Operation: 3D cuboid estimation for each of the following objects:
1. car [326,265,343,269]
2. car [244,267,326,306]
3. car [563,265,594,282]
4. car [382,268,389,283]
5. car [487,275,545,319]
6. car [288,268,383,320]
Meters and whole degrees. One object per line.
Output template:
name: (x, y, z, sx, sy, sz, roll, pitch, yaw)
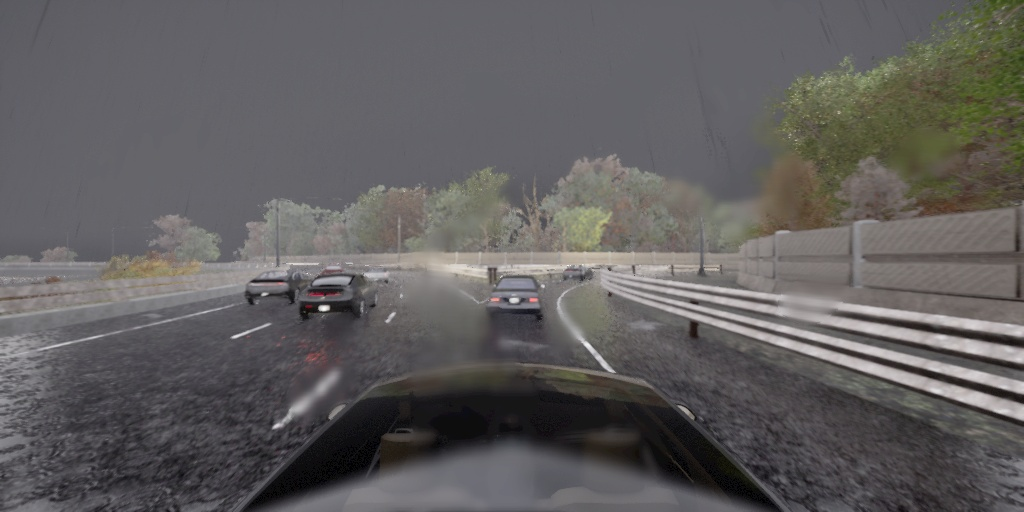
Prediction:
car: (-16.871, 1.578, 34.061, 1.882, 1.535, 5.008, 0, -1, -24)
car: (-10.756, 1.406, 17.060, 2.128, 1.511, 4.902, 0, -1, -15)
car: (6.198, 1.581, 33.140, 2.128, 1.511, 4.902, 0, -1, 28)
car: (-11.893, 1.672, 31.386, 1.895, 1.301, 4.718, 0, -1, -22)
car: (0.242, 1.424, 13.422, 2.033, 1.411, 5.357, 0, -1, 4)
car: (-6.229, 1.380, 13.328, 1.837, 1.490, 4.892, 0, -1, -12)
